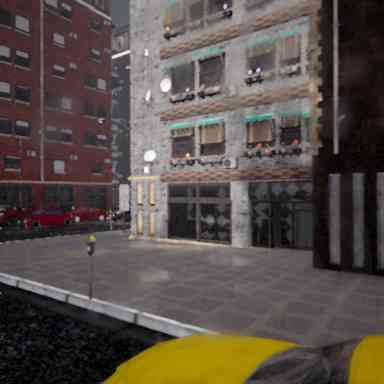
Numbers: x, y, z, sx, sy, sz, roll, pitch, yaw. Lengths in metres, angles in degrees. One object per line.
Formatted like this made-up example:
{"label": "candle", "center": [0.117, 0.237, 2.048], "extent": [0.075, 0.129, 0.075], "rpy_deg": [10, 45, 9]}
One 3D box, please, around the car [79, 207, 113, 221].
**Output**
{"label": "car", "center": [-10.251, 2.134, 31.869], "extent": [1.887, 1.381, 4.507], "rpy_deg": [-1, -2, 35]}

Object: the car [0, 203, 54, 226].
{"label": "car", "center": [-13.551, 1.801, 27.233], "extent": [2.192, 1.841, 5.009], "rpy_deg": [-1, -2, 35]}

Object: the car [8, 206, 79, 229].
{"label": "car", "center": [-11.403, 2.041, 25.756], "extent": [1.994, 1.385, 4.181], "rpy_deg": [0, -1, 35]}

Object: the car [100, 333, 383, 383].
{"label": "car", "center": [1.325, 1.525, 1.929], "extent": [4.829, 1.417, 1.752], "rpy_deg": [-1, 0, 36]}

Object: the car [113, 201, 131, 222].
{"label": "car", "center": [-5.845, 1.872, 33.575], "extent": [2.150, 2.045, 5.566], "rpy_deg": [0, -1, 35]}
